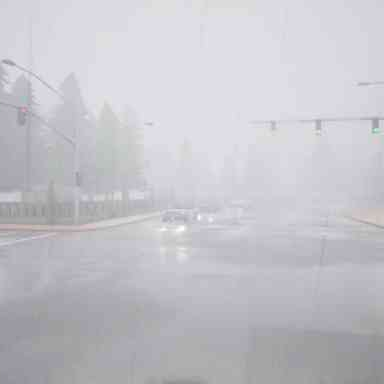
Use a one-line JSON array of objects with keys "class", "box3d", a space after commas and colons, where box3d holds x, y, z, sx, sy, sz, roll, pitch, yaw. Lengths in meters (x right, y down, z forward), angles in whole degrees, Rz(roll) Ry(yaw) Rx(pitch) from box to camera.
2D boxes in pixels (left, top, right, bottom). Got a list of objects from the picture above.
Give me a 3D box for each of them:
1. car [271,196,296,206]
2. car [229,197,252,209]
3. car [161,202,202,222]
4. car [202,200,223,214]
[{"class": "car", "box3d": [15.099, 1.404, 54.856, 5.008, 1.535, 1.882, 0, 0, -40]}, {"class": "car", "box3d": [6.684, 1.468, 45.316, 1.812, 1.442, 4.674, 0, 0, 33]}, {"class": "car", "box3d": [-0.832, 1.569, 25.893, 1.895, 1.301, 4.718, 0, 0, 14]}, {"class": "car", "box3d": [1.940, 1.520, 35.464, 1.994, 1.385, 4.181, 0, 0, 19]}]
